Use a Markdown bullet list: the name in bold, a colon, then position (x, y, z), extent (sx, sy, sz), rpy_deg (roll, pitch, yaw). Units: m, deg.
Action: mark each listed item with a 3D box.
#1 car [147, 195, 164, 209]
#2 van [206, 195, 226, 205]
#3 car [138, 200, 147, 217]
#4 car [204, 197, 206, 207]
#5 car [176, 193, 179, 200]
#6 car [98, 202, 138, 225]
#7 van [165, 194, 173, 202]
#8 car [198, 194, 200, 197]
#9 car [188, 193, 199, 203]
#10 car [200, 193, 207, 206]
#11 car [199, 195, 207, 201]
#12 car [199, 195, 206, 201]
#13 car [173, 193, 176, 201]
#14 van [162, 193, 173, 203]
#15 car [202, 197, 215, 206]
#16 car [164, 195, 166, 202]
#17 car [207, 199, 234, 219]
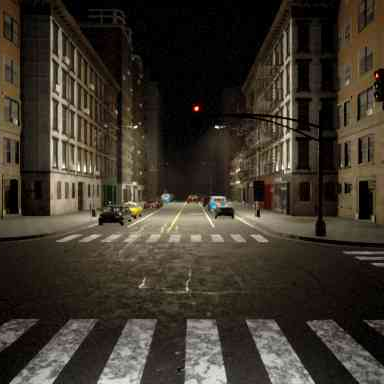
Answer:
- **car**: position (-5.347, 1.436, 45.182), extent (1.967, 1.590, 4.097), rpy_deg (0, 0, 0)
- **van**: position (2.689, 1.338, 34.359), extent (1.690, 1.788, 3.998), rpy_deg (0, 0, 0)
- **car**: position (-5.355, 1.523, 28.794), extent (1.752, 1.417, 4.829), rpy_deg (0, 0, 0)
- **car**: position (2.698, 1.578, 39.766), extent (1.802, 1.307, 4.206), rpy_deg (0, 0, 0)
- **car**: position (-5.325, 1.545, 88.432), extent (2.008, 1.369, 4.403), rpy_deg (0, 0, 0)
- **car**: position (-5.357, 1.549, 23.557), extent (2.008, 1.369, 4.403), rpy_deg (0, 0, 0)
- **van**: position (-5.331, 1.336, 77.620), extent (1.690, 1.788, 3.998), rpy_deg (0, 0, 0)
- **car**: position (2.743, 1.521, 66.966), extent (1.752, 1.417, 4.829), rpy_deg (0, 0, 0)
- **car**: position (0.192, 1.351, 67.591), extent (2.097, 1.767, 4.553), rpy_deg (0, 0, 0)
- **car**: position (2.716, 1.311, 50.578), extent (2.192, 1.841, 5.009), rpy_deg (0, 0, 0)
- **car**: position (2.770, 1.539, 83.016), extent (1.887, 1.381, 4.507), rpy_deg (0, 0, 0)
- **car**: position (2.779, 1.560, 88.422), extent (1.947, 1.339, 4.313), rpy_deg (0, 0, 0)
- **car**: position (-5.333, 1.310, 72.213), extent (2.192, 1.841, 5.009), rpy_deg (0, 0, 0)
- **van**: position (-5.336, 1.337, 66.807), extent (1.690, 1.788, 3.998), rpy_deg (0, 0, 0)
- **car**: position (2.725, 1.562, 55.984), extent (1.947, 1.339, 4.313), rpy_deg (0, 0, 0)
- **car**: position (-5.344, 1.521, 50.418), extent (1.752, 1.417, 4.829), rpy_deg (0, 0, 0)
- **car**: position (2.680, 1.548, 28.953), extent (2.008, 1.369, 4.403), rpy_deg (0, 0, 0)
